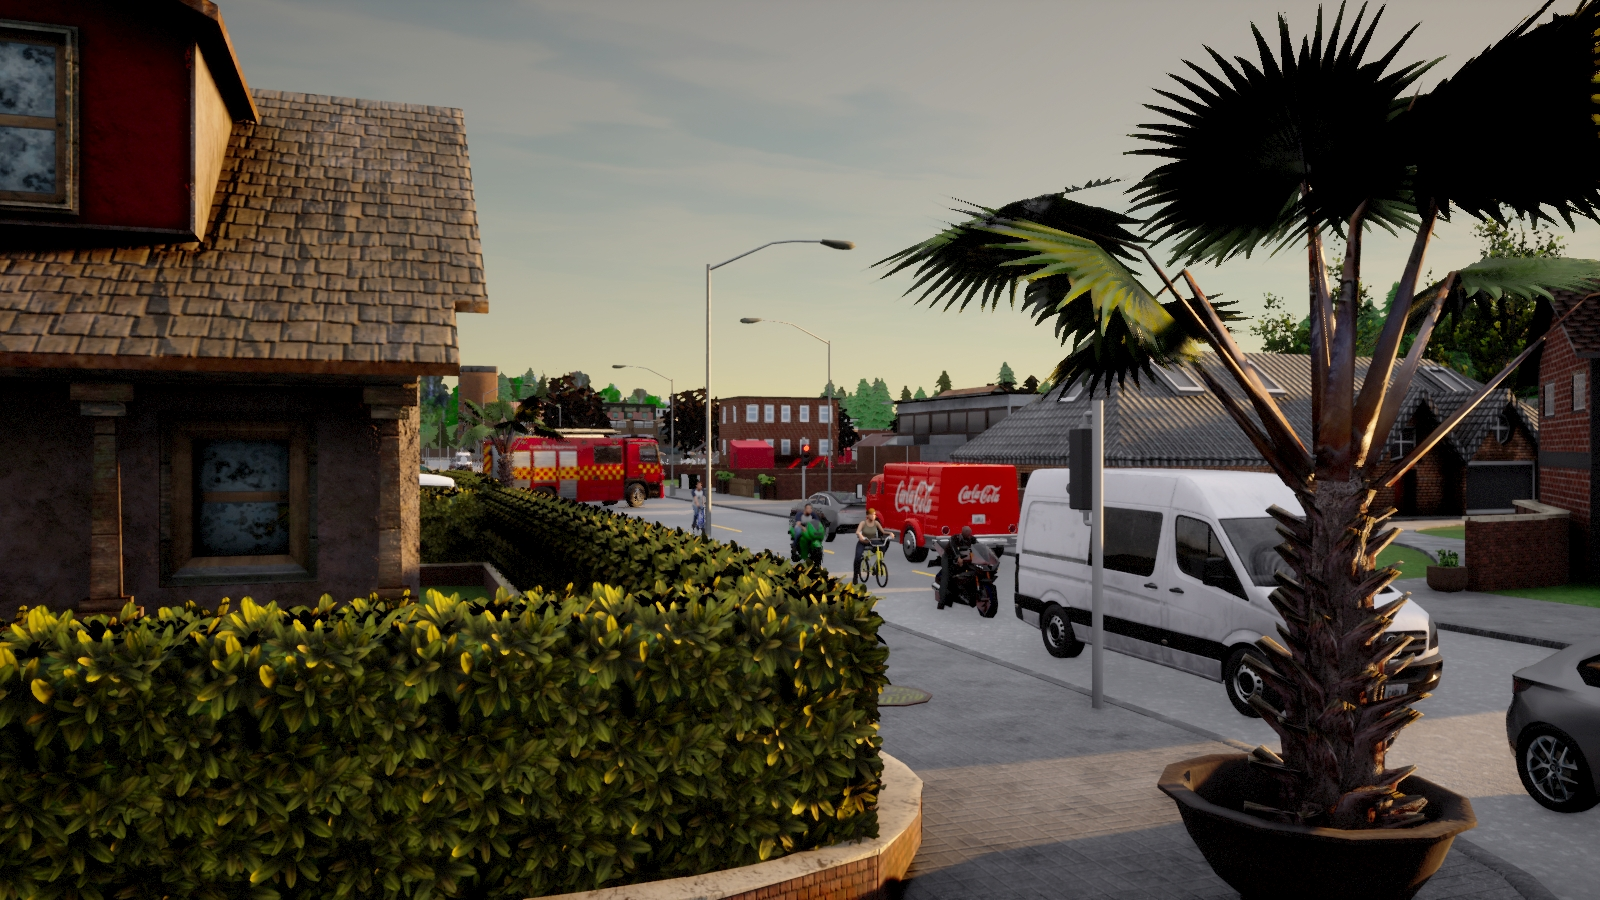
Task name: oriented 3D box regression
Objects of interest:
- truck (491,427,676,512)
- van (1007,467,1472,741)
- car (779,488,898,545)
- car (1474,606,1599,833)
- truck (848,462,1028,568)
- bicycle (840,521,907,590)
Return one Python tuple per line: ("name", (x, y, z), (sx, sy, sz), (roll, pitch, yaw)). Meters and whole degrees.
("truck", (-10.282, 0.889, 54.967), (8.468, 3.827, 2.891), (0, 0, -41))
("van", (4.966, 1.538, 14.186), (1.988, 2.561, 5.915), (0, 0, -20))
("car", (1.122, 2.053, 36.412), (2.128, 1.511, 4.902), (0, 0, -20))
("car", (6.934, 2.069, 7.650), (1.816, 1.474, 4.193), (0, 0, -12))
("truck", (3.468, 1.570, 29.990), (2.627, 2.467, 5.204), (0, 0, -20))
("bicycle", (1.505, 2.162, 23.648), (0.859, 1.276, 1.487), (0, 0, -19))
